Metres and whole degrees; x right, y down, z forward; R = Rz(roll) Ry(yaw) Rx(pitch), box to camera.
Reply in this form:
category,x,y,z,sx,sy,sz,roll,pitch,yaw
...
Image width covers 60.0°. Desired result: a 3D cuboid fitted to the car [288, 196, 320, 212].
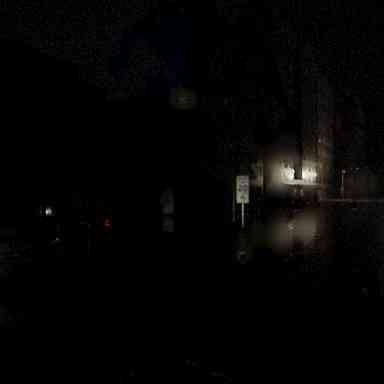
category,x,y,z,sx,sy,sz,roll,pitch,yaw
car,12.943,1.265,37.682,2.097,1.767,4.553,0,0,35

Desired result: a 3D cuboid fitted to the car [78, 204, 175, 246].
category,x,y,z,sx,sy,sz,roll,pitch,yaw
car,-2.845,1.316,15.407,2.097,1.767,4.553,0,0,35

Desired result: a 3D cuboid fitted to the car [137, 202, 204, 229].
category,x,y,z,sx,sy,sz,roll,pitch,yaw
car,-1.318,1.477,22.664,1.837,1.490,4.892,0,0,35

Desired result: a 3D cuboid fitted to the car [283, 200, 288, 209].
category,x,y,z,sx,sy,sz,roll,pitch,yaw
car,13.507,1.401,43.497,1.882,1.535,5.008,0,0,36
